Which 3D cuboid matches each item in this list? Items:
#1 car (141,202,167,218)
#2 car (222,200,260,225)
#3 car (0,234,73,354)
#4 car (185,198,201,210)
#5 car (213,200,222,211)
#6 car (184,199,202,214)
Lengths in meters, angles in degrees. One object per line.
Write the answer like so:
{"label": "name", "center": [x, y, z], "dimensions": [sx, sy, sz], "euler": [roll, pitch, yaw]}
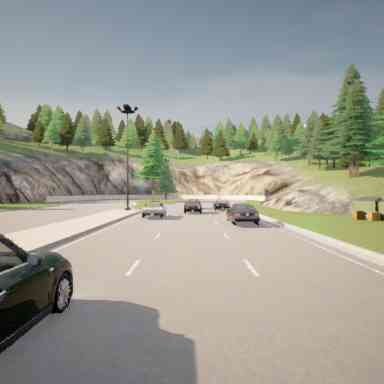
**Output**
{"label": "car", "center": [-3.400, 1.601, 30.404], "dimensions": [1.895, 1.301, 4.718], "euler": [0, 0, 0]}
{"label": "car", "center": [3.600, 1.547, 24.122], "dimensions": [2.033, 1.411, 5.357], "euler": [0, 0, 0]}
{"label": "car", "center": [-3.405, 1.354, 4.738], "dimensions": [2.097, 1.767, 4.553], "euler": [0, 0, 0]}
{"label": "car", "center": [0.186, 1.564, 44.463], "dimensions": [1.994, 1.385, 4.181], "euler": [0, 0, 2]}
{"label": "car", "center": [3.632, 1.601, 41.415], "dimensions": [1.895, 1.301, 4.718], "euler": [0, 0, 1]}
{"label": "car", "center": [0.099, 1.601, 35.696], "dimensions": [1.895, 1.301, 4.718], "euler": [0, 0, 0]}
